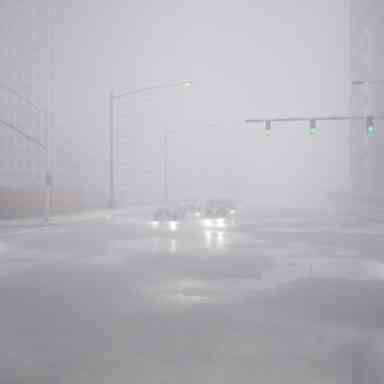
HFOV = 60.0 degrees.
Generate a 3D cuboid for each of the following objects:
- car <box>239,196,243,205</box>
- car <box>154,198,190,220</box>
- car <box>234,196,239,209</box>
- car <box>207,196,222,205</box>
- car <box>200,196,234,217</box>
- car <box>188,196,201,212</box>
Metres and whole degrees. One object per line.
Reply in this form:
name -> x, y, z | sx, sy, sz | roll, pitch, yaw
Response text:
car -> 7.917, 1.465, 58.632 | 1.812, 1.442, 4.674 | 0, 0, 12
car -> -1.782, 1.497, 28.001 | 1.812, 1.442, 4.674 | 0, 0, 11
car -> 4.502, 1.462, 41.731 | 1.837, 1.490, 4.892 | 0, 0, 11
car -> 3.972, 1.419, 56.788 | 1.882, 1.535, 5.008 | 0, 0, 12
car -> 2.420, 1.459, 31.289 | 2.128, 1.511, 4.902 | 0, 0, 11
car -> 0.175, 1.313, 37.964 | 2.097, 1.767, 4.553 | 0, 0, 11
